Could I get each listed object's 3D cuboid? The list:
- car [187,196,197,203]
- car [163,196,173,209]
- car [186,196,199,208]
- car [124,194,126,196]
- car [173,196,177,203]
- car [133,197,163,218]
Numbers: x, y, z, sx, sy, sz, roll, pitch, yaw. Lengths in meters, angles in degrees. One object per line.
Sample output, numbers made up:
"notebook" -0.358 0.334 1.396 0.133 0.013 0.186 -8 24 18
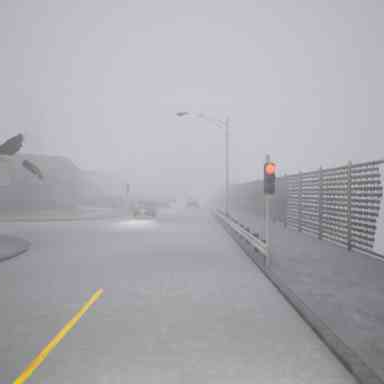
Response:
"car" -0.015 1.523 70.880 2.033 1.411 5.357 0 0 0
"car" -4.107 1.464 46.141 1.882 1.535 5.008 0 0 0
"car" 0.086 1.533 47.838 2.033 1.411 5.357 0 0 0
"car" -17.302 1.111 78.374 3.633 1.501 1.845 0 0 0
"car" -4.051 1.458 66.073 1.882 1.535 5.008 0 0 0
"car" -4.107 1.483 30.097 2.128 1.511 4.902 0 0 0
